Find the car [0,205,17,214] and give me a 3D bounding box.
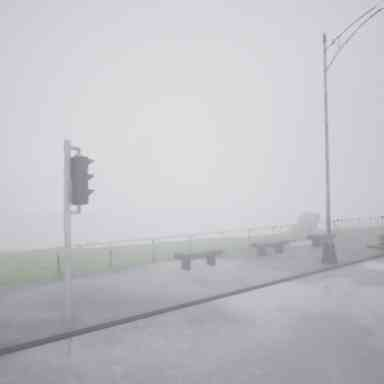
[{"bbox_3d":[-32.759,3.011,56.871,5.008,1.535,1.882,0,-1,-37],"label":"car"}]
